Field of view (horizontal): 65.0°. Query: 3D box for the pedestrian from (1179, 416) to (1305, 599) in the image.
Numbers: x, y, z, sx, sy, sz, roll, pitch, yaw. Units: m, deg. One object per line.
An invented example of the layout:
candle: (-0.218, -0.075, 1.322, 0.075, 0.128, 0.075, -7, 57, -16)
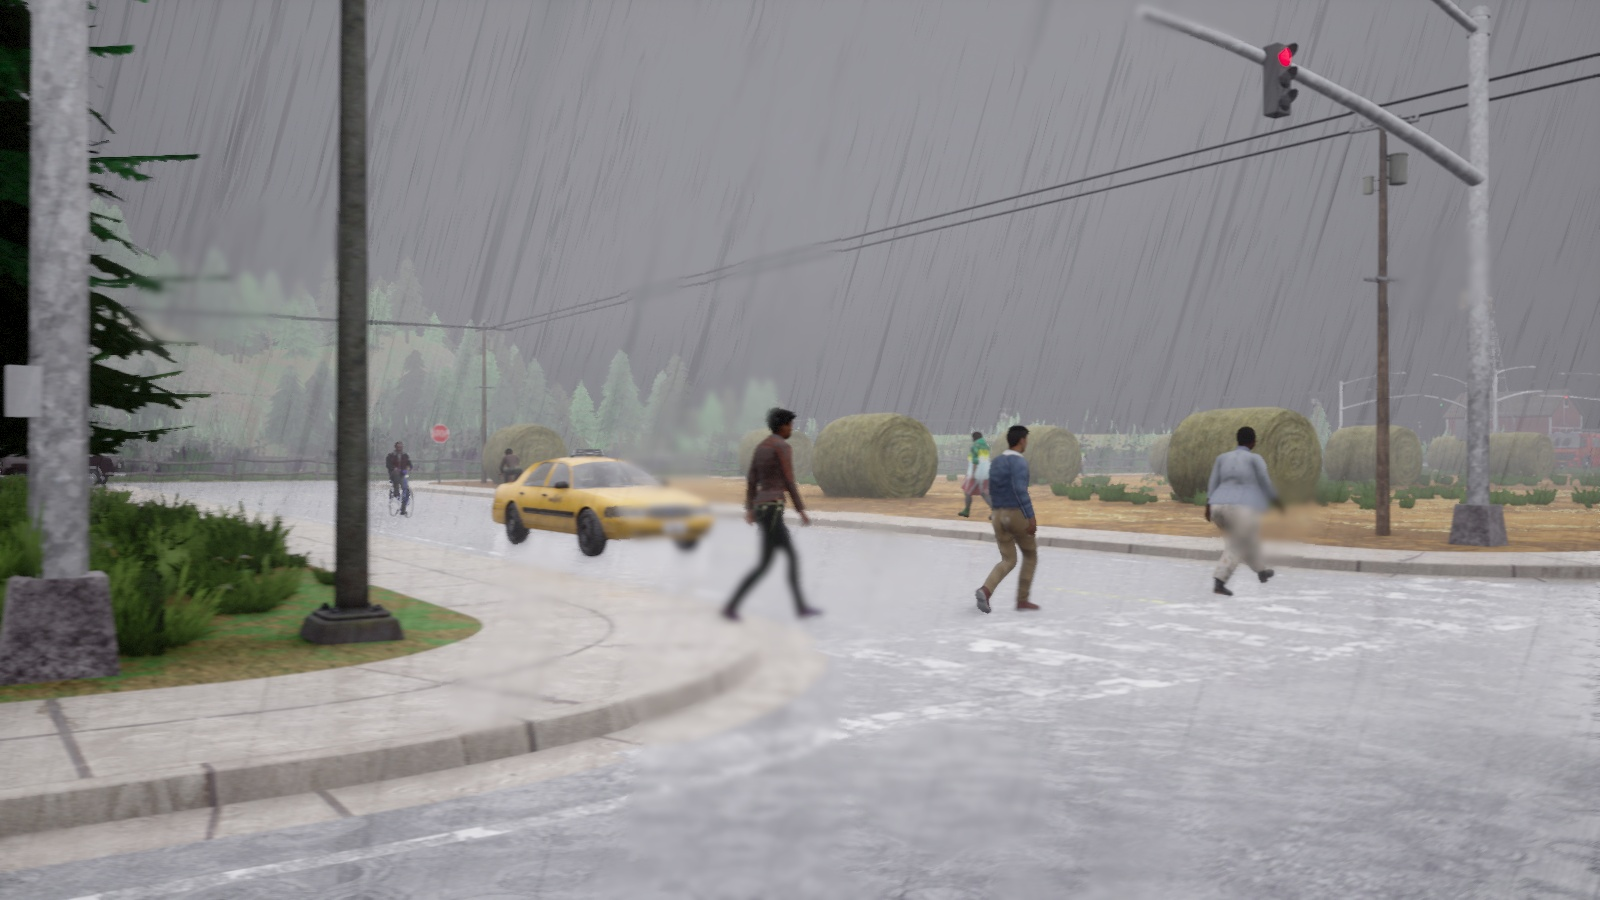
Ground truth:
pedestrian: (4.673, 0.581, 13.290, 0.900, 1.855, 0.874, 0, 0, -30)

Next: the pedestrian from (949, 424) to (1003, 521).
pedestrian: (3.619, 0.453, 25.859, 0.659, 1.952, 0.873, 0, 0, -43)

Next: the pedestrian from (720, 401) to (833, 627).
pedestrian: (-0.195, 0.508, 10.356, 0.869, 1.805, 0.328, 0, 0, -24)

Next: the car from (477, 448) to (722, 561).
car: (-3.388, 0.763, 20.146, 1.801, 1.575, 5.366, 0, 0, -34)

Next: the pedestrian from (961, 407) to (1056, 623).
pedestrian: (1.947, 0.587, 11.732, 0.788, 1.949, 0.423, 0, 0, -33)

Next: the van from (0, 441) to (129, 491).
van: (-30.921, 0.660, 52.808, 4.480, 2.038, 2.069, 0, -1, -18)

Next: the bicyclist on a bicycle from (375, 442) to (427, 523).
bicyclist on a bicycle: (-9.151, 0.728, 28.754, 0.659, 1.776, 1.843, 0, 0, -34)
